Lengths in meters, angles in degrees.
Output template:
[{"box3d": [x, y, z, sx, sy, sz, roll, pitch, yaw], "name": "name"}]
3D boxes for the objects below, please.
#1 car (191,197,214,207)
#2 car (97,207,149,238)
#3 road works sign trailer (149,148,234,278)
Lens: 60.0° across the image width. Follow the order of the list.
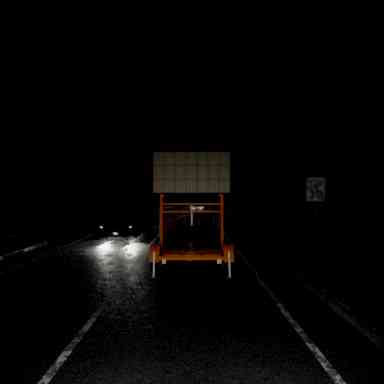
[{"box3d": [1.666, 1.500, 51.558, 2.033, 1.411, 5.357, -1, 0, 26], "name": "car"}, {"box3d": [-3.543, 1.555, 18.176, 2.033, 1.411, 5.357, 0, 0, 1], "name": "car"}, {"box3d": [-0.011, 0.468, 10.122, 2.380, 3.560, 2.880, 0, 0, 0], "name": "road works sign trailer"}]
